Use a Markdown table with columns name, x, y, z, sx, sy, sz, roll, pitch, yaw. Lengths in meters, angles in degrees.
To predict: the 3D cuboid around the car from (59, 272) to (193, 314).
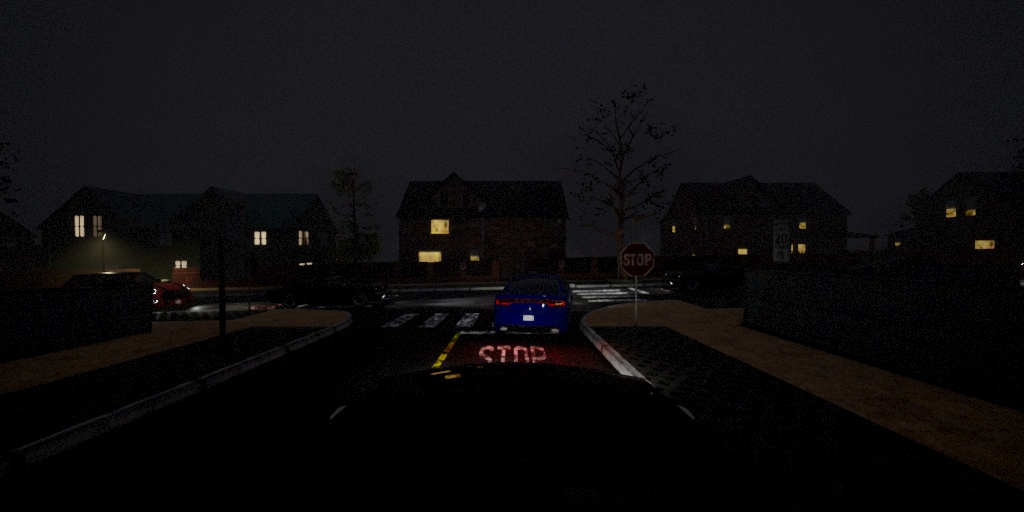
| name | x | y | z | sx | sy | sz | roll | pitch | yaw |
| --- | --- | --- | --- | --- | --- | --- | --- | --- | --- |
| car | -16.795 | 1.471 | 15.618 | 4.553 | 1.767 | 2.097 | -1 | 1 | 0 |

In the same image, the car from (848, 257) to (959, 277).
| name | x | y | z | sx | sy | sz | roll | pitch | yaw |
| --- | --- | --- | --- | --- | --- | --- | --- | --- | --- |
| car | 20.061 | 0.753 | 18.578 | 5.357 | 1.411 | 2.033 | -1 | 1 | 0 |

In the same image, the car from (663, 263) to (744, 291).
| name | x | y | z | sx | sy | sz | roll | pitch | yaw |
| --- | --- | --- | --- | --- | --- | --- | --- | --- | --- |
| car | 10.416 | 1.033 | 18.545 | 4.718 | 1.301 | 1.895 | -1 | 1 | -1 |

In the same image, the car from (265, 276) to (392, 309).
| name | x | y | z | sx | sy | sz | roll | pitch | yaw |
| --- | --- | --- | --- | --- | --- | --- | --- | --- | --- |
| car | -7.807 | 1.505 | 15.623 | 4.718 | 1.301 | 1.895 | -1 | 1 | 0 |

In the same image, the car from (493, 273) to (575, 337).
| name | x | y | z | sx | sy | sz | roll | pitch | yaw |
| --- | --- | --- | --- | --- | --- | --- | --- | --- | --- |
| car | 0.789 | 1.226 | 10.413 | 1.882 | 1.535 | 5.008 | 0 | 0 | 10 |

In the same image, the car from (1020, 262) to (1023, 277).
| name | x | y | z | sx | sy | sz | roll | pitch | yaw |
| --- | --- | --- | --- | --- | --- | --- | --- | --- | --- |
| car | 29.571 | 0.334 | 18.567 | 4.553 | 1.767 | 2.097 | -1 | 1 | 0 |
